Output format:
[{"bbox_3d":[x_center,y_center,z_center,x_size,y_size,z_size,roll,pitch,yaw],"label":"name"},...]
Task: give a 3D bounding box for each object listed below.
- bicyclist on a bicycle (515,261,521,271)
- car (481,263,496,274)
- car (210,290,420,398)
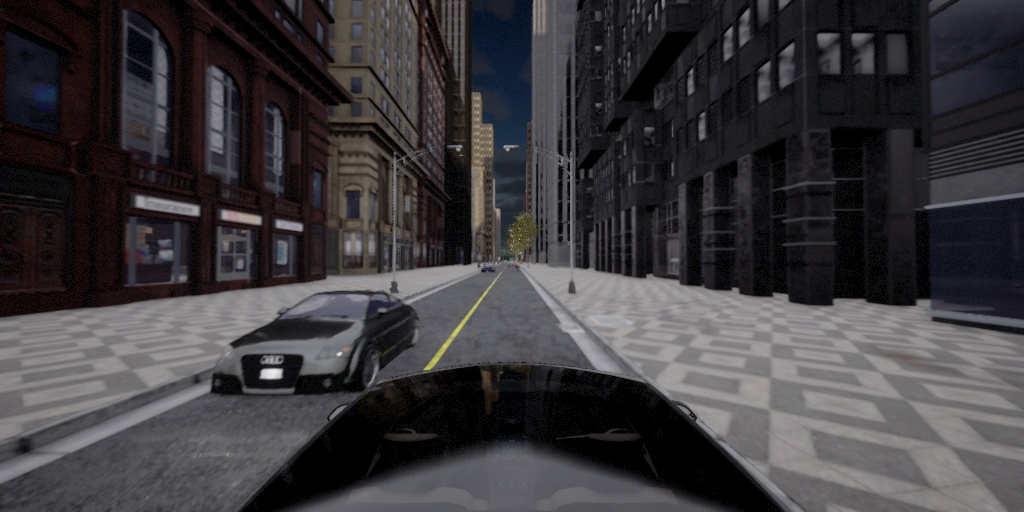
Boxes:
[{"bbox_3d":[0.833,1.467,49.298,0.866,1.612,1.509,0,-1,0],"label":"bicyclist on a bicycle"},{"bbox_3d":[-3.075,1.618,47.345,1.895,1.301,4.718,0,0,0],"label":"car"},{"bbox_3d":[-3.099,1.341,6.613,1.994,1.385,4.181,0,0,0],"label":"car"}]
